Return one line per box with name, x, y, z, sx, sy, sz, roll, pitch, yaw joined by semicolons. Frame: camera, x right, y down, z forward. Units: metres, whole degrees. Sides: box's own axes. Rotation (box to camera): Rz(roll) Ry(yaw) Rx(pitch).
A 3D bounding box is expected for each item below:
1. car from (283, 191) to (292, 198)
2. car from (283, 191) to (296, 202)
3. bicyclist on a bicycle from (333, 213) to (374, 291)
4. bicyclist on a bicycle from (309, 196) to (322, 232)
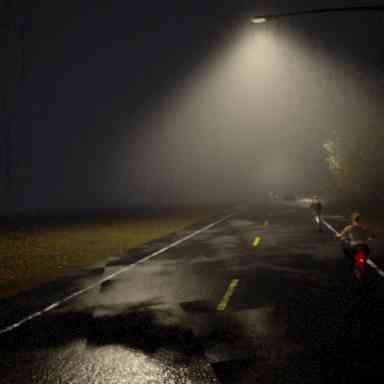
car;20.349;0.521;70.756;1.812;1.442;4.674;-3;0;16
car;15.696;0.790;53.753;1.994;1.385;4.181;-3;0;16
bicyclist on a bicycle;3.662;1.256;7.437;0.866;1.612;1.509;-3;0;15
bicyclist on a bicycle;6.160;1.067;16.504;0.659;1.776;1.843;-3;0;16
